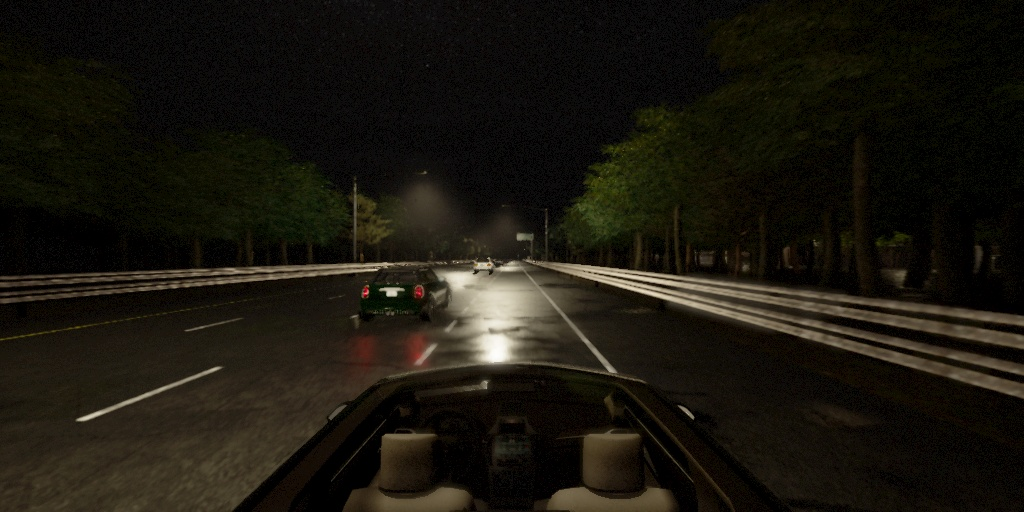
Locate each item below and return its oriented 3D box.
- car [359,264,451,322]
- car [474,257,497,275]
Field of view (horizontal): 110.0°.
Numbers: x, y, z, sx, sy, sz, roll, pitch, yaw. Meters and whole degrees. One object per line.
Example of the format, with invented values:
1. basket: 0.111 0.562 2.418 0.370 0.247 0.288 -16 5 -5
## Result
1. car: -3.495 1.124 12.553 2.097 1.767 4.553 0 0 0
2. car: -3.402 1.188 43.841 2.150 2.045 5.566 0 0 0
